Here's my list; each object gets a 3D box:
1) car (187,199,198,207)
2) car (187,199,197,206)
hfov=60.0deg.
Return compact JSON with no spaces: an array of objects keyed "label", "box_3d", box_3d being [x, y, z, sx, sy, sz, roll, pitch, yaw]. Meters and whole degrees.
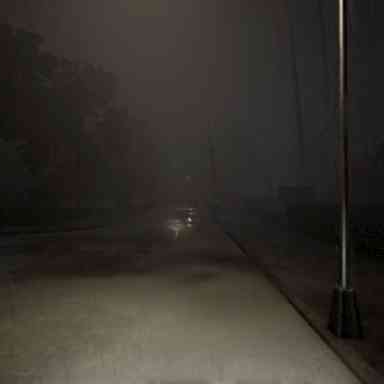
[{"label":"car","box_3d":[0.096,2.048,62.132,1.837,1.490,4.892,0,-1,0]},{"label":"car","box_3d":[-0.005,2.174,72.476,2.033,1.411,5.357,0,0,0]}]
